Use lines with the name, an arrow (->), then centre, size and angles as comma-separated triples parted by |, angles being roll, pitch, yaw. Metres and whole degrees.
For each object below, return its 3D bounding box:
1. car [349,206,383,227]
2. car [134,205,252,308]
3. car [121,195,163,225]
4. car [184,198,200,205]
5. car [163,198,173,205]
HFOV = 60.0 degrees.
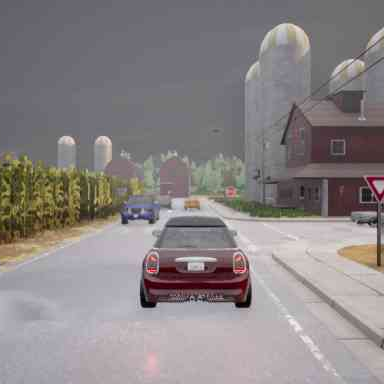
car -> 12.935, 1.574, 21.717 | 4.718, 1.301, 1.895 | 0, 0, -1
car -> 0.075, 1.352, 8.082 | 2.097, 1.767, 4.553 | 0, 0, 0
car -> -3.628, 1.223, 24.269 | 2.150, 2.045, 5.566 | 0, 0, 0
car -> -0.058, 1.478, 44.133 | 1.882, 1.535, 5.008 | 0, 0, -4
car -> -3.558, 1.513, 43.515 | 1.837, 1.490, 4.892 | 0, 0, 0
